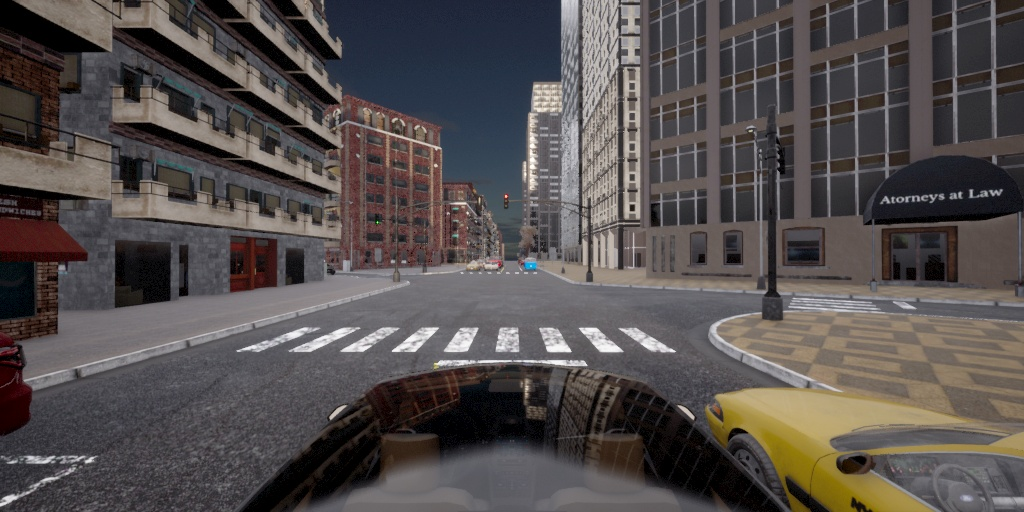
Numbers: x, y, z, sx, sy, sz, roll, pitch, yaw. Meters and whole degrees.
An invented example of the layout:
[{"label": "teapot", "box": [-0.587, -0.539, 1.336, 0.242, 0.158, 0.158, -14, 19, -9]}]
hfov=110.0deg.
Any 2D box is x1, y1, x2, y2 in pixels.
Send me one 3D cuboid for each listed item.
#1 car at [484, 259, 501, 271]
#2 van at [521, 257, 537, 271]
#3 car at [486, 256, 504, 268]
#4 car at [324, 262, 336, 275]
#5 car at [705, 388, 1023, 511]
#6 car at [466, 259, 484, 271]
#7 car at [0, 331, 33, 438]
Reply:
[{"label": "car", "box": [-2.865, 1.396, 50.205, 1.895, 1.301, 4.718, 0, 0, -2]}, {"label": "van", "box": [2.549, 1.136, 50.094, 1.690, 1.789, 3.998, 0, 0, 0]}, {"label": "car", "box": [-2.851, 1.037, 59.713, 2.150, 2.045, 5.566, 0, 0, 0]}, {"label": "car", "box": [-22.364, 1.455, 41.791, 4.892, 1.490, 1.837, -1, -1, 41]}, {"label": "car", "box": [2.566, 1.275, 1.271, 1.751, 1.417, 4.829, 0, 0, 0]}, {"label": "car", "box": [-5.331, 1.320, 49.921, 1.751, 1.417, 4.829, 0, 0, 0]}, {"label": "car", "box": [-5.314, 1.065, 1.092, 2.192, 1.841, 5.009, 0, 0, 0]}]
